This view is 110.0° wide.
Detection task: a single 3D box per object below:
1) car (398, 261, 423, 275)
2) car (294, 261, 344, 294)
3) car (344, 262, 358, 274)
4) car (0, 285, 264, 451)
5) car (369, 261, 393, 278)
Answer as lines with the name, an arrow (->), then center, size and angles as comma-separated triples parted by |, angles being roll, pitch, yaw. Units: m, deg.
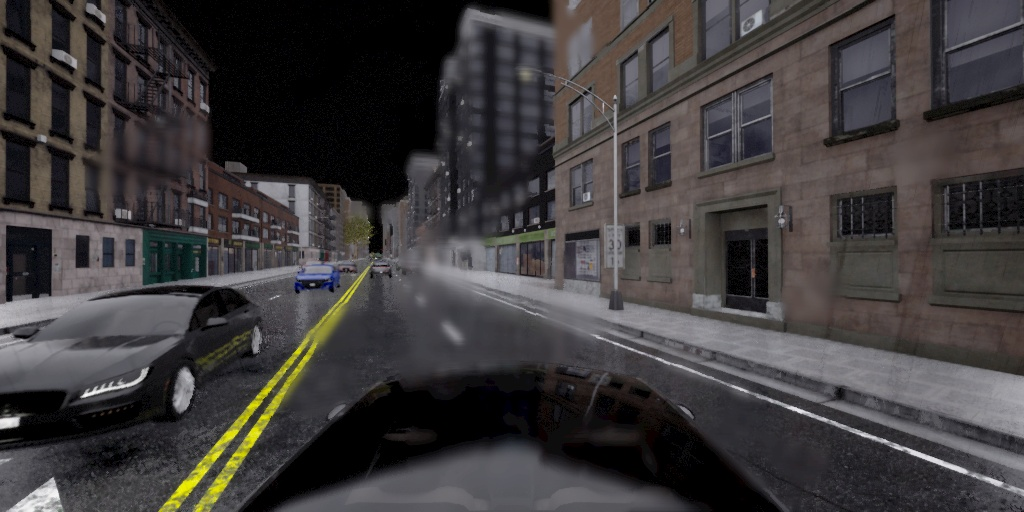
car -> -10.801, 1.238, 38.799 | 2.128, 1.511, 4.902 | 0, 0, -20
car -> -11.161, 1.233, 20.827 | 1.882, 1.535, 5.008 | 0, 0, -21
car -> -18.416, 1.310, 40.138 | 1.994, 1.385, 4.181 | 0, 0, -21
car -> -5.419, 1.258, 5.501 | 1.837, 1.490, 4.892 | 0, 0, -21
car -> -12.552, 1.242, 34.337 | 2.128, 1.511, 4.902 | 0, 0, -21
